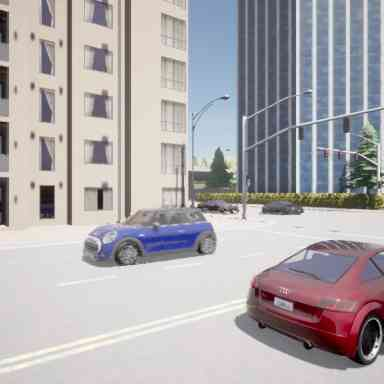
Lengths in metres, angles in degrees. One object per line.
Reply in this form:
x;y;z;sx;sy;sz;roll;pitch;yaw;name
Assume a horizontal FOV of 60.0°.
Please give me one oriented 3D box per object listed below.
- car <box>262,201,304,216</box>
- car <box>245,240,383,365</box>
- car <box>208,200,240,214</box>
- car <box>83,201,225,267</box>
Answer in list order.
8.918;1.564;32.820;1.994;1.385;4.181;0;0;-35;car
2.947;1.564;5.881;4.181;1.385;1.994;0;0;-35;car
2.695;1.547;35.638;2.033;1.411;5.357;0;0;-35;car
-1.349;1.352;11.585;4.553;1.767;2.097;0;0;-35;car
